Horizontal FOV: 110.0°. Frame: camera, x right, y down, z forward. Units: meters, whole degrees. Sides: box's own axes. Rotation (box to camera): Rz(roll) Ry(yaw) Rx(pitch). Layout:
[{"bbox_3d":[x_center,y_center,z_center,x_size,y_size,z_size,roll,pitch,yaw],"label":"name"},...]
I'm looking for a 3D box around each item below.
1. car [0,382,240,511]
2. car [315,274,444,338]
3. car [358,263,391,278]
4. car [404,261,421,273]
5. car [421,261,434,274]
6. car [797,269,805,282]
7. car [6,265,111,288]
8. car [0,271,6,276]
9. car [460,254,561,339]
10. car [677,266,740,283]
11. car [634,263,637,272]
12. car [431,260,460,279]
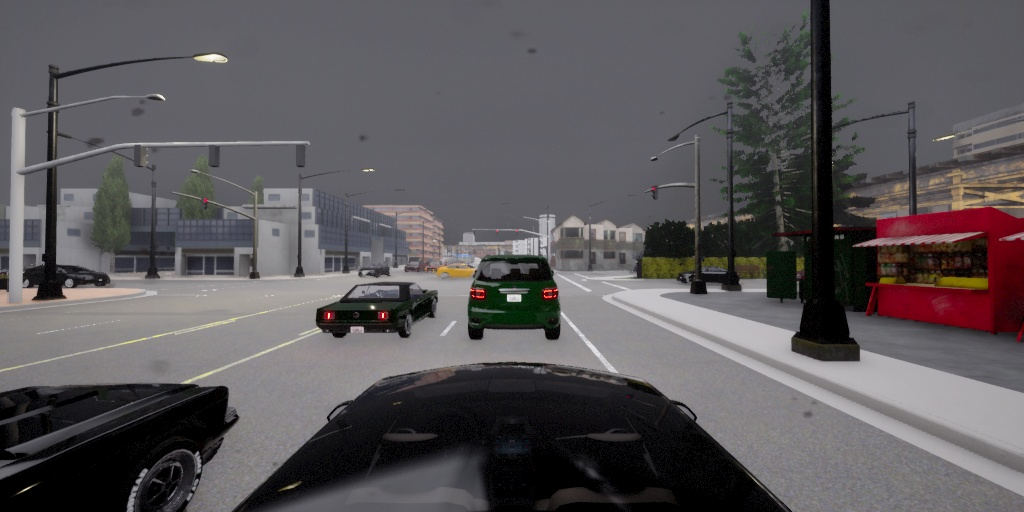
[{"bbox_3d":[-3.402,1.351,1.084,1.895,1.301,4.718,0,0,0],"label":"car"},{"bbox_3d":[-3.435,1.368,10.223,1.895,1.301,4.718,0,0,0],"label":"car"},{"bbox_3d":[-14.217,1.513,37.280,2.128,1.511,4.902,0,-1,2],"label":"car"},{"bbox_3d":[-14.122,1.513,52.120,2.097,1.767,4.553,0,-1,0],"label":"car"},{"bbox_3d":[-10.616,1.484,49.691,2.097,1.767,4.553,0,0,0],"label":"car"},{"bbox_3d":[23.250,1.409,27.020,4.674,1.442,1.812,0,-1,1],"label":"car"},{"bbox_3d":[-29.637,1.343,23.733,4.892,1.490,1.837,0,-1,1],"label":"car"},{"bbox_3d":[-36.723,1.415,27.447,4.674,1.442,1.812,0,-1,1],"label":"car"},{"bbox_3d":[0.062,0.986,10.206,2.150,2.045,5.566,0,0,0],"label":"car"},{"bbox_3d":[14.753,1.448,27.089,4.181,1.385,1.994,0,-1,0],"label":"car"},{"bbox_3d":[21.160,1.641,56.833,2.097,1.767,4.553,-1,-1,45],"label":"car"},{"bbox_3d":[-4.867,1.467,34.816,5.008,1.535,1.882,0,2,6],"label":"car"}]
